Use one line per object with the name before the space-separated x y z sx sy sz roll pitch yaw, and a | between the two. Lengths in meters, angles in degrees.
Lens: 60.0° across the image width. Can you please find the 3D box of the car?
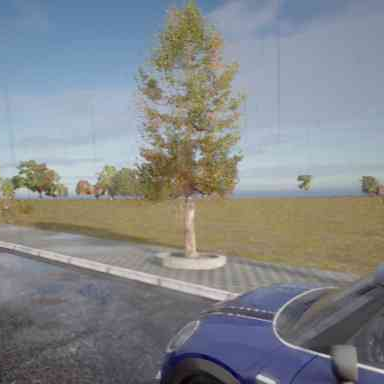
car | 1.868 1.319 2.504 4.553 1.767 2.097 0 0 39
